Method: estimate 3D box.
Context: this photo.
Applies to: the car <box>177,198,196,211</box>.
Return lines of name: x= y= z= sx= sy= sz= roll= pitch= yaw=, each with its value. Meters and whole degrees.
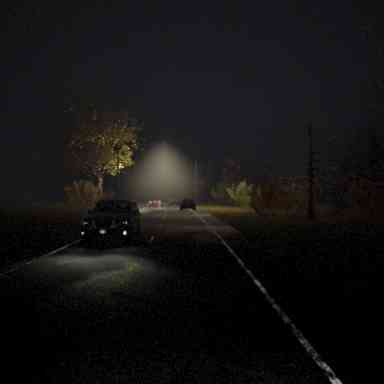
car: x=-0.653 y=1.684 z=46.996 sx=2.097 sy=1.767 sz=4.553 roll=0 pitch=0 yaw=-4

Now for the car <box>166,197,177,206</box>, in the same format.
car: x=-3.558 y=2.032 z=65.584 sx=1.895 sy=1.301 sz=4.718 roll=0 pitch=0 yaw=-6

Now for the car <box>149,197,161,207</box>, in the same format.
car: x=-6.432 y=1.752 z=58.159 sx=2.097 sy=1.767 sz=4.553 roll=0 pitch=0 yaw=-5

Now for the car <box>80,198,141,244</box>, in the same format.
car: x=-3.897 y=1.358 z=16.959 sx=2.150 sy=2.045 sz=5.566 roll=0 pitch=0 yaw=-2
